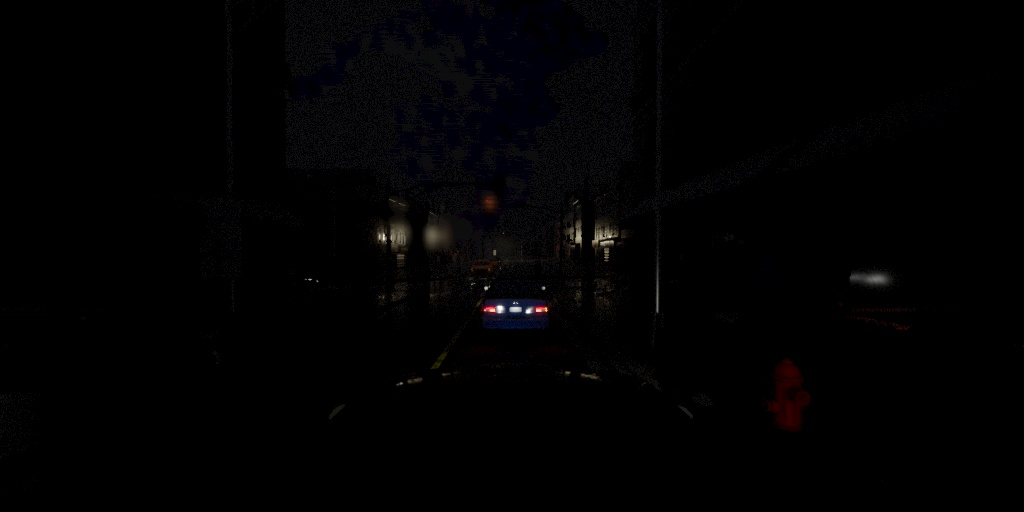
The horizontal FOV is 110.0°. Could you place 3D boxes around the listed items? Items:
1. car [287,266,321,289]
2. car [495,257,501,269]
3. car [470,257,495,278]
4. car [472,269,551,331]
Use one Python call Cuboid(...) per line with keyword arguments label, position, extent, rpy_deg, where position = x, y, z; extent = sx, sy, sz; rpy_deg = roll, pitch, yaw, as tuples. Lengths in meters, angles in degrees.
Cuboid(label="car", position=(-14.991, 1.374, 23.122), extent=(4.892, 1.490, 1.837), rpy_deg=(0, 1, -1))
Cuboid(label="car", position=(-2.851, 1.013, 48.432), extent=(1.882, 1.535, 5.008), rpy_deg=(0, 0, 0))
Cuboid(label="car", position=(-2.758, 1.114, 33.187), extent=(1.882, 1.535, 5.008), rpy_deg=(0, 0, -2))
Cuboid(label="car", position=(0.088, 1.285, 10.842), extent=(2.033, 1.411, 5.357), rpy_deg=(0, 0, 0))
